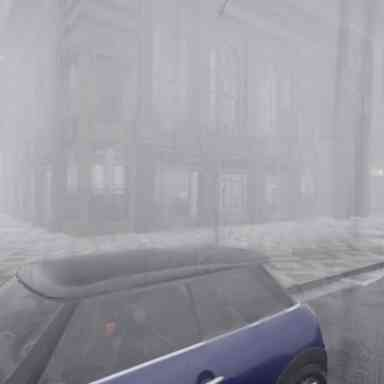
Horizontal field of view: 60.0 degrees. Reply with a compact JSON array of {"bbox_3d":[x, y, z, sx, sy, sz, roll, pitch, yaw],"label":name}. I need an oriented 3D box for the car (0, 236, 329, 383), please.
[{"bbox_3d":[-0.919,1.362,2.714,4.553,1.767,2.097,0,0,-37],"label":"car"}]
